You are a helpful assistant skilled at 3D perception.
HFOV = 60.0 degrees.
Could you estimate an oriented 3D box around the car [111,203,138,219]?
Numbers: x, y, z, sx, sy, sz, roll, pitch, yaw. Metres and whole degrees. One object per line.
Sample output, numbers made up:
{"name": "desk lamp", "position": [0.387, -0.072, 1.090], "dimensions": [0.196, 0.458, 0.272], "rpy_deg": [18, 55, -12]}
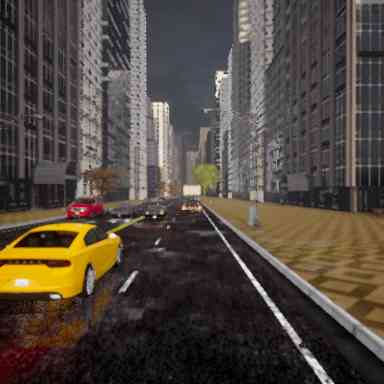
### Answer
{"name": "car", "position": [-6.604, 1.812, 32.958], "dimensions": [2.033, 1.411, 5.357], "rpy_deg": [0, -1, 0]}

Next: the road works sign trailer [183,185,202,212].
{"name": "road works sign trailer", "position": [-0.006, 0.815, 43.743], "dimensions": [2.380, 3.560, 2.880], "rpy_deg": [0, 0, 1]}

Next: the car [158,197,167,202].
{"name": "car", "position": [-6.538, 1.835, 73.642], "dimensions": [1.812, 1.442, 4.674], "rpy_deg": [0, 0, 0]}

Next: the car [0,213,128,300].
{"name": "car", "position": [-3.155, 1.547, 8.644], "dimensions": [1.882, 1.535, 5.008], "rpy_deg": [0, 0, 0]}

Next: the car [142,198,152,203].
{"name": "car", "position": [-9.788, 1.980, 73.026], "dimensions": [2.033, 1.411, 5.357], "rpy_deg": [0, 0, 0]}

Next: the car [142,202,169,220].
{"name": "car", "position": [-3.166, 1.845, 30.492], "dimensions": [1.895, 1.301, 4.718], "rpy_deg": [0, 0, 0]}

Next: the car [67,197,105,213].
{"name": "car", "position": [-9.856, 1.472, 31.337], "dimensions": [2.150, 2.045, 5.566], "rpy_deg": [0, -1, 0]}
